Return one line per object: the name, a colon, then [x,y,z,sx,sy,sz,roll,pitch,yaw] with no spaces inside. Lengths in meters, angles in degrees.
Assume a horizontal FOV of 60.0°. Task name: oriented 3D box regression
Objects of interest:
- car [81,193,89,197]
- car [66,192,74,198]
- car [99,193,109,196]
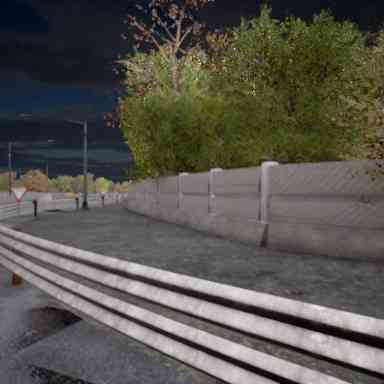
car: [-27.643,0.896,85.619,2.128,1.511,4.902,0,0,-21]
car: [-30.962,0.836,84.509,1.882,1.535,5.008,0,0,-21]
car: [-22.697,0.947,85.717,1.994,1.385,4.181,0,0,-6]
